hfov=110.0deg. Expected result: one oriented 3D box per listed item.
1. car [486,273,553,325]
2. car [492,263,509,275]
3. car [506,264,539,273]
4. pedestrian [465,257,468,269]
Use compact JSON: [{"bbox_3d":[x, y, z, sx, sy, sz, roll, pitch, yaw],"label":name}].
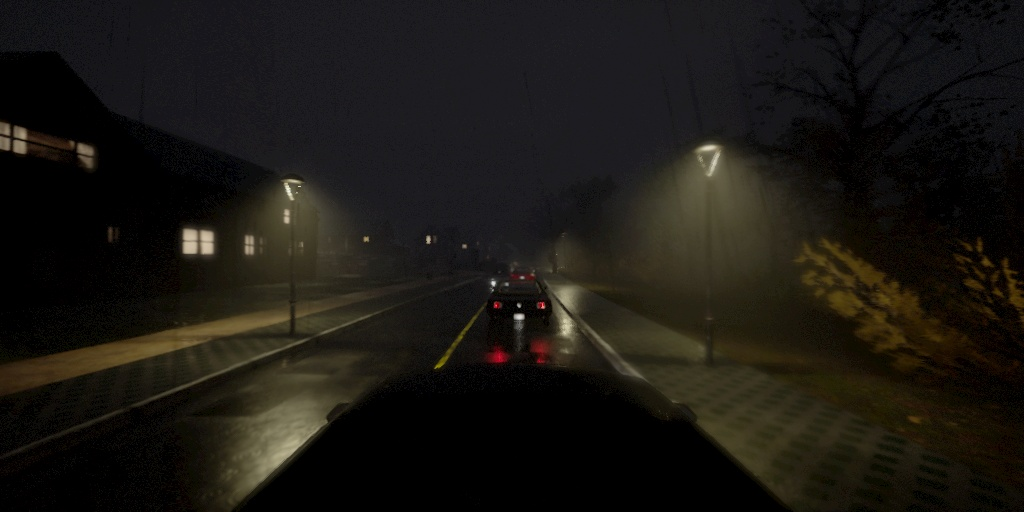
[{"bbox_3d":[0.256,1.430,12.256,1.895,1.301,4.718,0,0,1],"label":"car"},{"bbox_3d":[-1.116,1.541,41.082,1.837,1.490,4.892,0,-1,5],"label":"car"},{"bbox_3d":[0.847,1.533,27.274,1.994,1.385,4.181,0,-1,3],"label":"car"},{"bbox_3d":[-6.975,1.050,54.913,0.375,1.860,0.375,0,-4,4],"label":"pedestrian"}]
